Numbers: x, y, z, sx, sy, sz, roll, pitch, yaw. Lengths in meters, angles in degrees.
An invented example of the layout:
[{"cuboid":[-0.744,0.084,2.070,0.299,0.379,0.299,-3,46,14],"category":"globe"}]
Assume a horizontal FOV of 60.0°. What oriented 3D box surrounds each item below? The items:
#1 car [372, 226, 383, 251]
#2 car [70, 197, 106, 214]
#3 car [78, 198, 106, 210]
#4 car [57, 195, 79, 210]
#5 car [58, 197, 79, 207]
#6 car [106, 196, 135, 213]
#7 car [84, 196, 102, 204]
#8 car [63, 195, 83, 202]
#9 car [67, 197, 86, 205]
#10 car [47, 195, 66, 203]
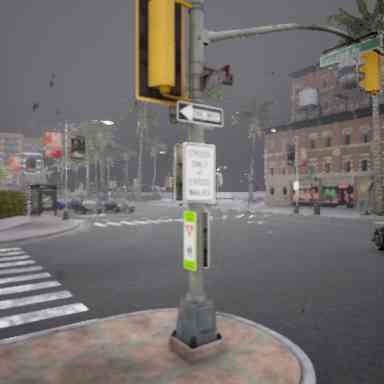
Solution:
[{"cuboid":[7.833,1.555,11.358,1.994,1.385,4.181,0,0,10],"category":"car"},{"cuboid":[-11.016,1.531,35.006,1.812,1.442,4.674,0,0,-35],"category":"car"},{"cuboid":[-13.472,1.553,44.634,2.033,1.411,5.357,0,0,-35],"category":"car"},{"cuboid":[-16.349,1.486,42.634,1.882,1.535,5.008,0,0,-35],"category":"car"},{"cuboid":[-20.308,1.557,54.444,2.033,1.411,5.357,0,0,-35],"category":"car"},{"cuboid":[-8.045,1.354,36.870,2.097,1.767,4.553,0,0,-35],"category":"car"},{"cuboid":[-19.341,1.572,65.079,1.994,1.385,4.181,0,0,-39],"category":"car"},{"cuboid":[-25.999,1.445,72.347,4.902,1.511,2.128,0,0,43],"category":"car"},{"cuboid":[-21.742,1.574,62.473,1.994,1.385,4.181,0,0,-39],"category":"car"},{"cuboid":[-28.448,1.451,69.846,4.674,1.442,1.812,0,0,43],"category":"car"}]
